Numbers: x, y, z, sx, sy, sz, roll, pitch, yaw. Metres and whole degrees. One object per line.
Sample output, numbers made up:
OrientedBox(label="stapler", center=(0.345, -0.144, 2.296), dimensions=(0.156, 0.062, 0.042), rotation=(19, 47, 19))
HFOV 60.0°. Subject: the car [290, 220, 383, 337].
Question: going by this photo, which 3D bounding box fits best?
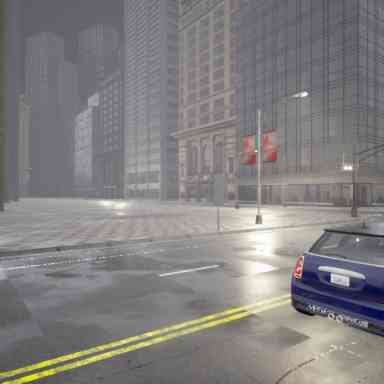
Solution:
OrientedBox(label="car", center=(3.974, 1.352, 6.293), dimensions=(4.553, 1.767, 2.097), rotation=(0, 0, -36))
